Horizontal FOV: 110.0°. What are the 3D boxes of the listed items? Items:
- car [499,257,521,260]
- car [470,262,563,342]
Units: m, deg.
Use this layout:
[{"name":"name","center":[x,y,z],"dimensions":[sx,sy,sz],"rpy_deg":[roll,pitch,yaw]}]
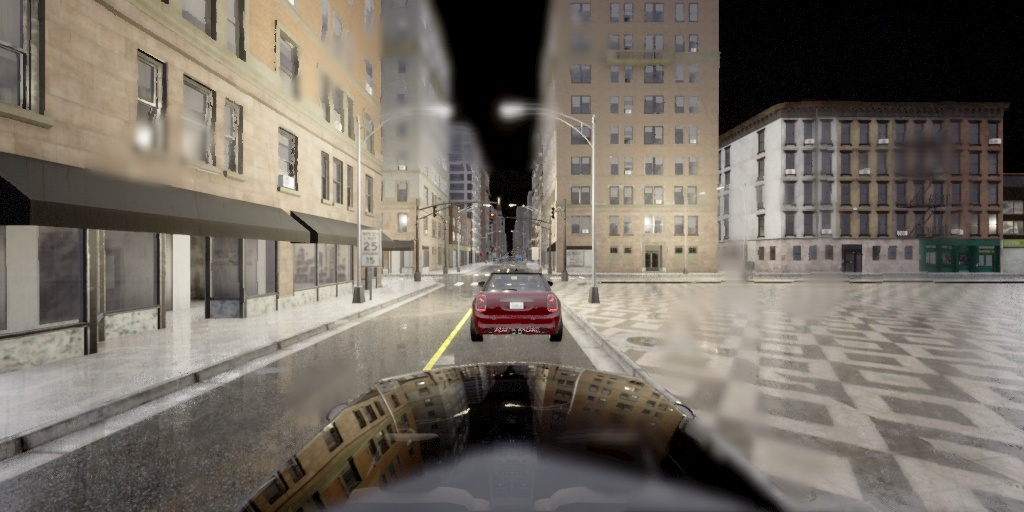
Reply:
[{"name":"car","center":[0.054,1.101,19.772],"dimensions":[2.097,1.767,4.553],"rpy_deg":[0,0,-1]},{"name":"car","center":[0.104,1.102,9.956],"dimensions":[2.097,1.767,4.553],"rpy_deg":[0,0,0]}]
